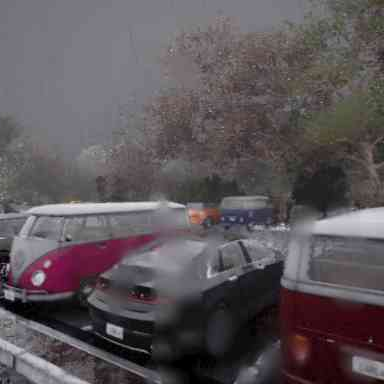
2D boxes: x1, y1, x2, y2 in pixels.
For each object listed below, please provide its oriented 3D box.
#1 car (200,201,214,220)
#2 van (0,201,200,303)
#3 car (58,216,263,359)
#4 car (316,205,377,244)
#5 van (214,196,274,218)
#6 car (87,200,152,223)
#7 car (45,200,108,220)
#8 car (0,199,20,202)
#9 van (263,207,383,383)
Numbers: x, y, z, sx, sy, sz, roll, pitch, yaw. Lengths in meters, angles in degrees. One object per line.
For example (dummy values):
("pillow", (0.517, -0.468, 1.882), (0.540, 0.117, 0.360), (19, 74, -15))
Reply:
("car", (1.126, 1.349, 21.663), (2.185, 1.767, 4.553), (0, 0, 35))
("van", (-1.917, 1.243, 7.668), (1.878, 1.987, 4.442), (0, 0, 35))
("car", (0.432, 1.469, 6.132), (2.231, 1.521, 4.892), (0, 0, 35))
("car", (7.947, 1.509, 16.841), (2.002, 1.452, 4.674), (0, 0, 35))
("van", (3.476, 1.245, 20.170), (1.878, 1.987, 4.442), (0, 0, 35))
("car", (-5.654, 1.502, 26.545), (2.097, 1.535, 5.008), (0, 0, 36))
("car", (-10.192, 1.537, 29.772), (2.097, 1.535, 5.008), (-1, 0, 36))
("car", (-6.399, 1.223, 11.038), (2.435, 2.045, 5.566), (0, 0, 35))
("van", (2.786, 1.241, 4.607), (1.878, 1.987, 4.442), (0, 0, 35))
